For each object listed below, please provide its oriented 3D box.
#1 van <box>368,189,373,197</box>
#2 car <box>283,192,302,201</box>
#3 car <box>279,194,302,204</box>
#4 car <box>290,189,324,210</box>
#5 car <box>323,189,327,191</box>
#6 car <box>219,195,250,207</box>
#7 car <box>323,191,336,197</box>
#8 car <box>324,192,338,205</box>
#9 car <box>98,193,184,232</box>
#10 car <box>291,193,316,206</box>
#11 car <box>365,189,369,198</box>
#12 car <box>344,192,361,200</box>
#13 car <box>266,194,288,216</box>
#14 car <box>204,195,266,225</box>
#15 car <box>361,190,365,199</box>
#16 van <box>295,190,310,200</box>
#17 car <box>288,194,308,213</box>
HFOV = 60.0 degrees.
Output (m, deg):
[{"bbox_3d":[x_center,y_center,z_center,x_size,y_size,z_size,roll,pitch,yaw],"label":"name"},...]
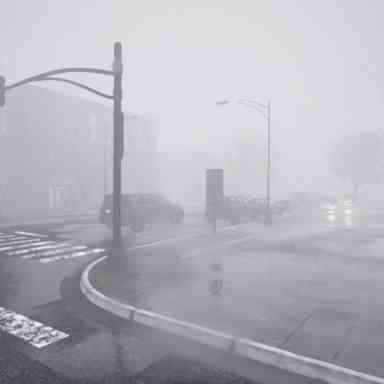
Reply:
[{"bbox_3d":[40.587,0.301,76.852,1.690,1.788,3.998,1,2,35],"label":"van"},{"bbox_3d":[17.813,0.759,58.692,1.752,1.417,4.829,1,2,35],"label":"car"},{"bbox_3d":[14.818,0.970,49.660,1.895,1.301,4.718,1,1,35],"label":"car"},{"bbox_3d":[12.187,0.892,35.840,2.192,1.841,5.009,1,2,35],"label":"car"},{"bbox_3d":[27.378,0.464,72.500,1.967,1.590,4.097,1,2,35],"label":"car"},{"bbox_3d":[5.287,1.069,40.606,1.947,1.339,4.313,1,2,35],"label":"car"},{"bbox_3d":[33.687,0.436,81.616,2.008,1.369,4.403,2,2,35],"label":"car"},{"bbox_3d":[18.495,1.008,44.959,1.947,1.339,4.313,1,2,35],"label":"car"},{"bbox_3d":[-2.721,1.044,19.056,2.150,2.045,5.566,1,1,35],"label":"car"},{"bbox_3d":[15.040,0.924,44.613,1.882,1.535,5.008,1,1,35],"label":"car"},{"bbox_3d":[34.370,0.622,67.881,1.752,1.417,4.829,1,2,35],"label":"car"},{"bbox_3d":[27.962,0.788,58.628,2.008,1.369,4.403,1,2,35],"label":"car"},{"bbox_3d":[5.874,1.151,26.729,1.967,1.590,4.097,1,2,35],"label":"car"},{"bbox_3d":[2.719,1.093,22.169,2.192,1.841,5.009,1,2,35],"label":"car"},{"bbox_3d":[31.117,0.750,63.186,1.802,1.307,4.206,1,2,35],"label":"car"},{"bbox_3d":[21.067,0.504,63.384,1.690,1.788,3.998,1,2,35],"label":"van"},{"bbox_3d":[9.029,1.195,31.289,2.008,1.369,4.403,1,2,35],"label":"car"}]
